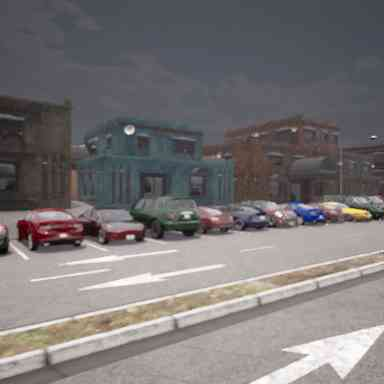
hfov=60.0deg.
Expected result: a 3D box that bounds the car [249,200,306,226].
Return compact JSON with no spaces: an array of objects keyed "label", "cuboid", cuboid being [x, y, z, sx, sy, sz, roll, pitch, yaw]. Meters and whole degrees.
[{"label":"car","cuboid":[4.898,1.384,22.528,2.185,1.767,4.553,0,0,-36]}]

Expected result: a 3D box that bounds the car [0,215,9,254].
[{"label":"car","cuboid":[-8.454,1.348,12.760,2.185,1.767,4.553,0,0,-36]}]

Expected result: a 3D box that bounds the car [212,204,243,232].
[{"label":"car","cuboid":[0.454,1.534,19.261,2.002,1.452,4.674,0,0,-36]}]

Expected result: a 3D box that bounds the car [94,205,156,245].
[{"label":"car","cuboid":[-3.994,1.511,16.000,2.163,1.488,4.792,0,0,-36]}]

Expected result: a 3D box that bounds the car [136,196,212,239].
[{"label":"car","cuboid":[-1.795,1.237,17.667,2.435,2.045,5.566,0,0,-36]}]

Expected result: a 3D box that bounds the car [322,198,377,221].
[{"label":"car","cuboid":[11.718,1.541,27.210,1.946,1.575,5.366,0,0,-36]}]

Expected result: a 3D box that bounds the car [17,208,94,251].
[{"label":"car","cuboid":[-6.238,1.477,14.401,2.097,1.535,5.008,0,0,-36]}]

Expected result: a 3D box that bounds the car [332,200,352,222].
[{"label":"car","cuboid":[9.378,1.570,25.738,2.002,1.452,4.674,0,0,-36]}]

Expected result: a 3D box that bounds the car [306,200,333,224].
[{"label":"car","cuboid":[7.151,1.517,24.118,2.097,1.535,5.008,0,0,-36]}]

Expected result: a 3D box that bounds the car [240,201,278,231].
[{"label":"car","cuboid":[2.667,1.531,20.906,2.163,1.488,4.792,0,0,-36]}]

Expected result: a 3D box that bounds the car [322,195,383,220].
[{"label":"car","cuboid":[13.855,1.316,28.955,2.435,2.045,5.566,1,0,-36]}]
